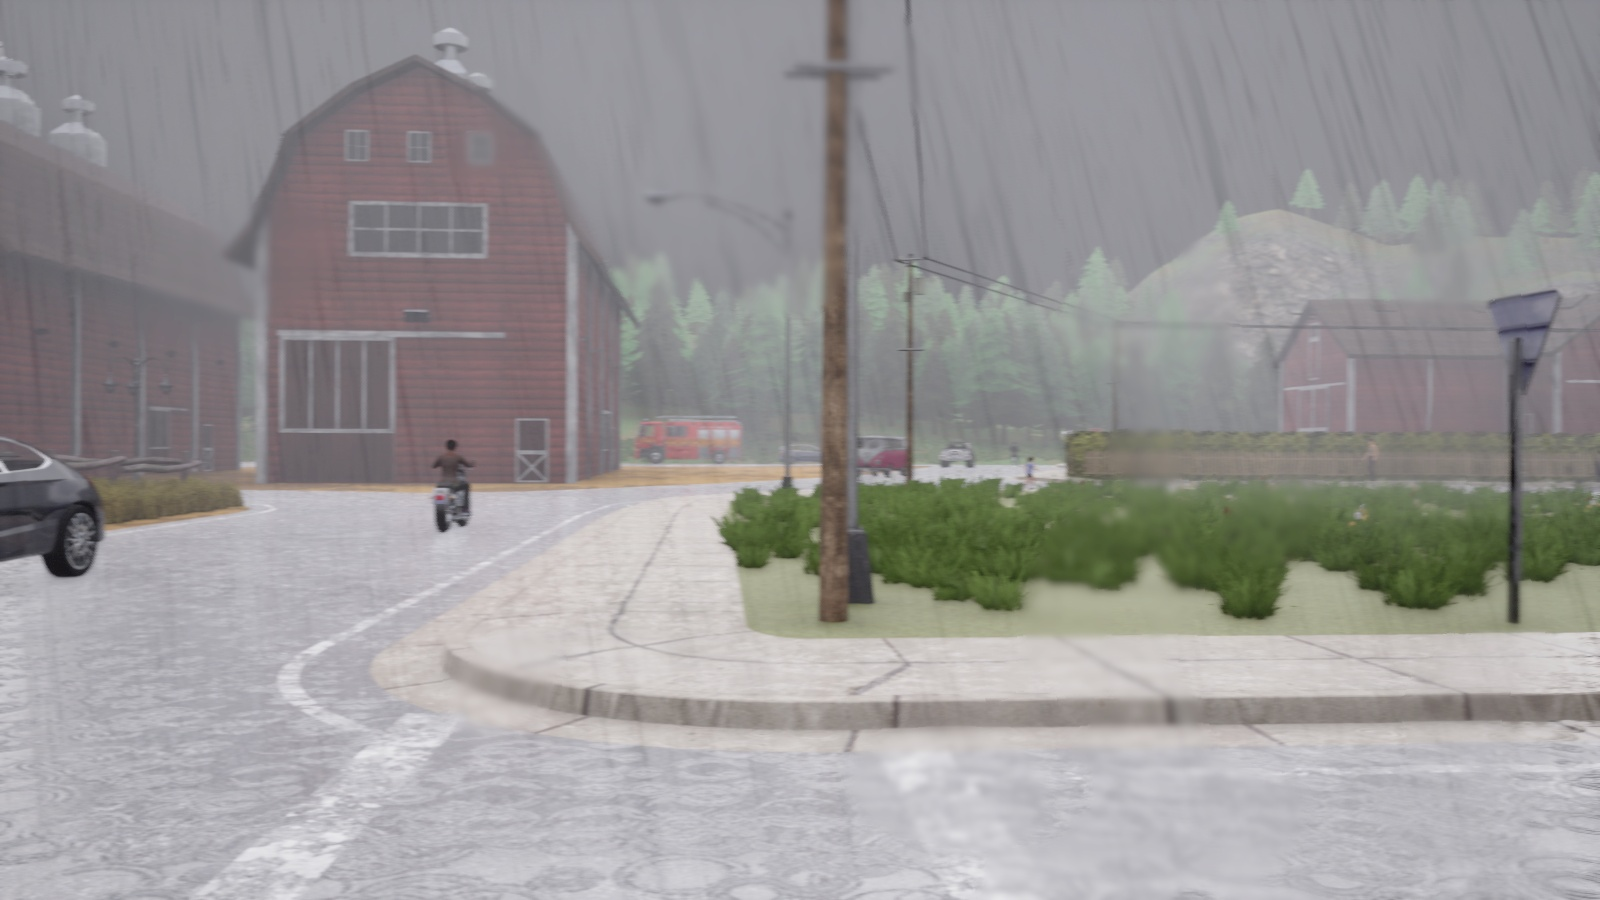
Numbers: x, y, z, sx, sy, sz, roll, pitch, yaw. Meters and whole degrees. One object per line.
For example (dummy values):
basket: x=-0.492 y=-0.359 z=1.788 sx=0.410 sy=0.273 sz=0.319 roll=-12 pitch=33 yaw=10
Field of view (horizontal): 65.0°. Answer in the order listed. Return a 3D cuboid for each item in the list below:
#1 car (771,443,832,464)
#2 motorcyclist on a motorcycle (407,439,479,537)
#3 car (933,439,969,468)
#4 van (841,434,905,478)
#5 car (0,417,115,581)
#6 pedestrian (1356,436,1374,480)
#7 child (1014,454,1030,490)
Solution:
car: x=0.096 y=0.263 z=97.238 sx=4.611 sy=1.667 sz=2.242 roll=0 pitch=0 yaw=-4
motorcyclist on a motorcycle: x=-6.324 y=0.645 z=22.377 sx=0.766 sy=1.649 sz=2.350 roll=0 pitch=0 yaw=-4
car: x=9.941 y=0.204 z=82.516 sx=1.932 sy=1.855 sz=4.605 roll=0 pitch=0 yaw=12
van: x=3.483 y=0.271 z=59.126 sx=1.775 sy=1.987 sz=4.442 roll=0 pitch=0 yaw=21
car: x=-9.108 y=0.490 z=12.478 sx=2.152 sy=1.651 sz=5.027 roll=0 pitch=0 yaw=-4
pedestrian: x=23.572 y=0.317 z=52.417 sx=0.594 sy=1.836 sz=0.345 roll=0 pitch=0 yaw=-4
child: x=6.838 y=0.687 z=38.681 sx=0.394 sy=1.110 sz=0.255 roll=0 pitch=0 yaw=-11
